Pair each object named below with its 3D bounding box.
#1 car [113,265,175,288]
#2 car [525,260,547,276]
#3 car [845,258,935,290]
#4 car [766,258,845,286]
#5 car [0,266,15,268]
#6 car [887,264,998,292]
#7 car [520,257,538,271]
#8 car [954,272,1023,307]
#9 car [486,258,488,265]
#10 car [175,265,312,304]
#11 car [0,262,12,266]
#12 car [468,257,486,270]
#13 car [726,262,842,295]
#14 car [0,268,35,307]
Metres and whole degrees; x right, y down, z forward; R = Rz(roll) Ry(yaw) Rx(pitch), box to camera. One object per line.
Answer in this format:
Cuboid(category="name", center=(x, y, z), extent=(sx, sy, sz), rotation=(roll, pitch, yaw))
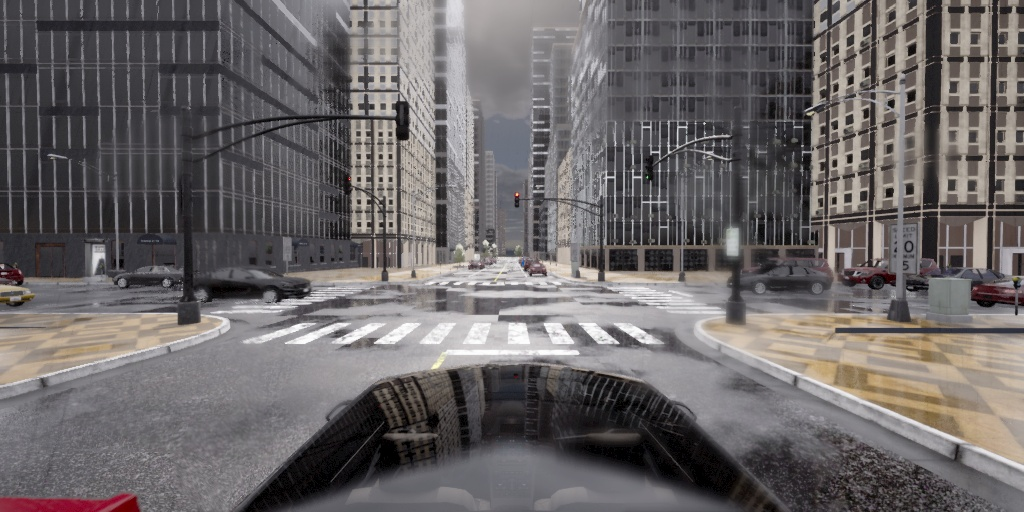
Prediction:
Cuboid(category="car", center=(-21.435, 1.204, 21.751), extent=(4.403, 1.370, 2.007), rotation=(0, 0, 0))
Cuboid(category="car", center=(2.556, 1.319, 35.955), extent=(1.802, 1.307, 4.207), rotation=(0, 0, 0))
Cuboid(category="car", center=(22.907, 1.032, 21.821), extent=(5.009, 1.841, 2.192), rotation=(0, 0, 0))
Cuboid(category="car", center=(16.575, 1.024, 21.811), extent=(5.009, 1.841, 2.192), rotation=(0, 0, 0))
Cuboid(category="car", center=(-25.231, 1.293, 16.191), extent=(4.181, 1.385, 1.994), rotation=(0, 1, 0))
Cuboid(category="car", center=(24.008, 1.305, 19.220), extent=(5.357, 1.411, 2.033), rotation=(0, 1, 0))
Cuboid(category="car", center=(2.585, 1.046, 47.004), extent=(2.192, 1.841, 5.009), rotation=(0, 0, 0))
Cuboid(category="car", center=(20.189, 1.418, 13.678), extent=(4.207, 1.307, 1.802), rotation=(0, 0, 0))
Cuboid(category="car", center=(-5.276, 1.307, 58.034), extent=(1.802, 1.307, 4.207), rotation=(0, 0, 0))
Cuboid(category="car", center=(-11.560, 1.234, 15.917), extent=(5.008, 1.535, 1.882), rotation=(0, 1, 4))
Cuboid(category="car", center=(-32.551, 1.077, 21.662), extent=(4.097, 1.591, 1.967), rotation=(0, 0, 0))
Cuboid(category="car", center=(-5.280, 1.168, 52.509), extent=(1.967, 1.591, 4.097), rotation=(0, 0, 0))
Cuboid(category="car", center=(14.185, 1.250, 19.189), extent=(4.892, 1.490, 1.837), rotation=(0, 1, 1))
Cuboid(category="car", center=(-21.252, 1.301, 13.613), extent=(4.829, 1.417, 1.751), rotation=(0, 0, 0))
